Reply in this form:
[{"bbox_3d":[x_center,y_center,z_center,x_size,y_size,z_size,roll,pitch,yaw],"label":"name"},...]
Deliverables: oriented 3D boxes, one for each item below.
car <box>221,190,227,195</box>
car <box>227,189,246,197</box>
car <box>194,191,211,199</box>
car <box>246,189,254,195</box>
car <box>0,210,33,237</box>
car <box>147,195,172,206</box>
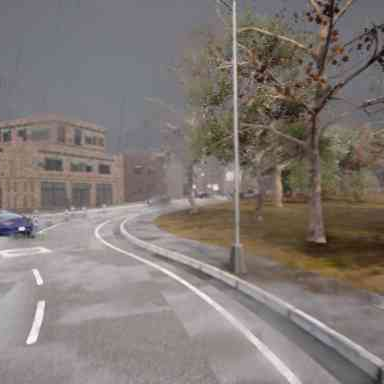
[{"bbox_3d":[8.280,0.246,77.612,1.837,1.490,4.892,-1,1,24],"label":"car"},{"bbox_3d":[9.781,0.372,73.031,1.994,1.385,4.181,-1,1,24],"label":"car"},{"bbox_3d":[2.037,0.579,63.796,1.882,1.535,5.008,-1,-3,25],"label":"car"},{"bbox_3d":[13.891,-0.102,82.146,2.128,1.511,4.902,-1,1,24],"label":"car"},{"bbox_3d":[-10.374,1.690,17.811,4.674,1.442,1.812,-1,0,34],"label":"car"},{"bbox_3d":[-4.747,1.185,48.796,2.128,1.511,4.902,-1,1,24],"label":"car"}]
